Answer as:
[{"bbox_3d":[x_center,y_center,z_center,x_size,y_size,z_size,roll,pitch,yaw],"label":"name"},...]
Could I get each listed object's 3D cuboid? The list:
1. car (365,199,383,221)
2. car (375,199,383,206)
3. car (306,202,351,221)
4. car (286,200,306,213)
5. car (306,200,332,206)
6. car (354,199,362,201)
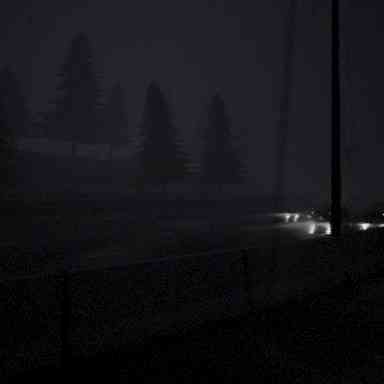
[{"bbox_3d":[16.122,1.652,28.053,1.882,1.535,5.008,0,-1,42],"label":"car"},{"bbox_3d":[35.751,1.941,62.740,1.895,1.301,4.718,0,0,27],"label":"car"},{"bbox_3d":[12.030,1.786,28.743,1.895,1.301,4.718,0,-1,43],"label":"car"},{"bbox_3d":[13.200,1.757,40.695,2.128,1.511,4.902,0,0,39],"label":"car"},{"bbox_3d":[14.860,1.744,37.225,1.837,1.490,4.892,0,0,40],"label":"car"},{"bbox_3d":[35.922,1.799,71.548,1.994,1.385,4.181,0,0,23],"label":"car"}]
